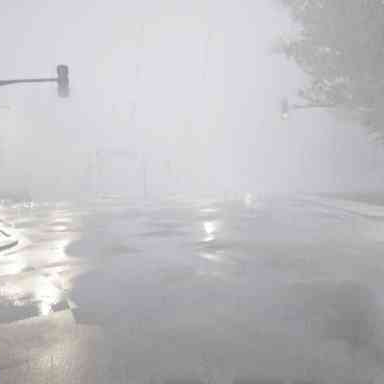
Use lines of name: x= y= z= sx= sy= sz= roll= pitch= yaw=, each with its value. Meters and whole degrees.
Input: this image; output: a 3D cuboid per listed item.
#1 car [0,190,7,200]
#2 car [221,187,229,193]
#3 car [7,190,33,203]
car: x=-28.188 y=0.441 z=50.322 sx=1.994 sy=1.385 sz=4.181 roll=-4 pitch=3 yaw=-37
car: x=7.811 y=-0.448 z=77.781 sx=1.895 sy=1.301 sz=4.718 roll=-2 pitch=1 yaw=7
car: x=-21.259 y=0.515 z=41.369 sx=1.837 sy=1.490 sz=4.892 roll=-4 pitch=3 yaw=-37
